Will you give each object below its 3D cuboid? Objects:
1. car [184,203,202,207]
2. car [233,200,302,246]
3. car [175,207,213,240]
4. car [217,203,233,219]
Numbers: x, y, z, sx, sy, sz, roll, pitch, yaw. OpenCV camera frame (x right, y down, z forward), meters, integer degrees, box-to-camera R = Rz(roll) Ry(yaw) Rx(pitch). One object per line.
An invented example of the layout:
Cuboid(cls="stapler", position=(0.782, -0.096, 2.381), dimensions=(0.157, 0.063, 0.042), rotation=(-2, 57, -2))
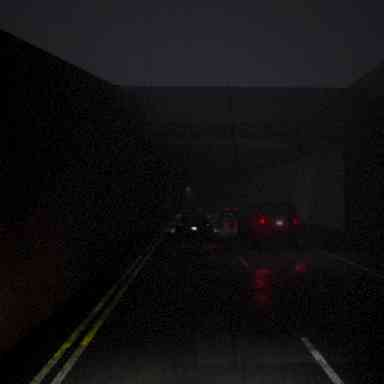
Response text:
Cuboid(cls="car", position=(0.098, 1.881, 34.115), dimensions=(1.812, 1.442, 4.674), rotation=(0, -1, 0))
Cuboid(cls="car", position=(3.606, 1.392, 16.366), dimensions=(2.150, 2.045, 5.566), rotation=(0, -1, 0))
Cuboid(cls="car", position=(0.106, 1.753, 18.100), dimensions=(1.994, 1.385, 4.181), rotation=(0, -1, 0))
Cuboid(cls="car", position=(3.612, 1.835, 33.037), dimensions=(2.128, 1.511, 4.902), rotation=(0, -1, 0))
